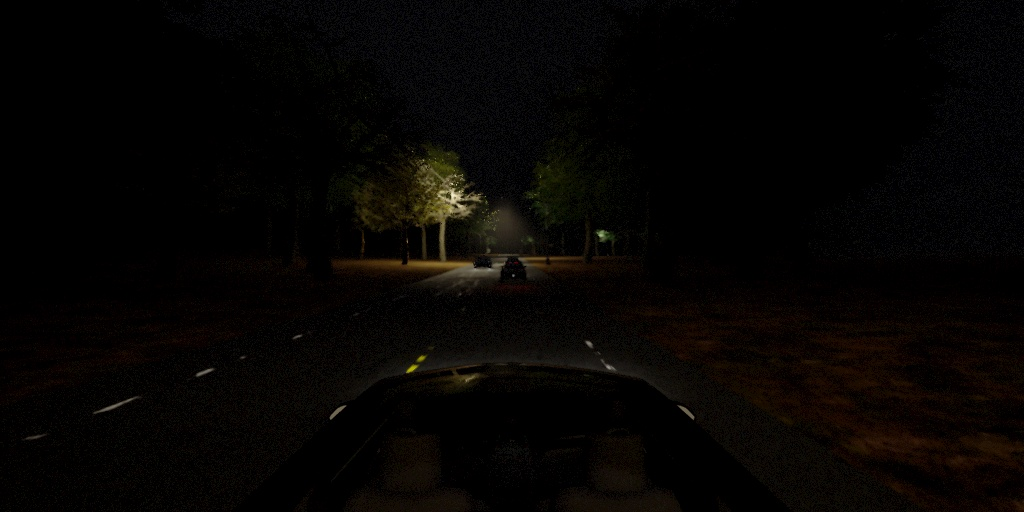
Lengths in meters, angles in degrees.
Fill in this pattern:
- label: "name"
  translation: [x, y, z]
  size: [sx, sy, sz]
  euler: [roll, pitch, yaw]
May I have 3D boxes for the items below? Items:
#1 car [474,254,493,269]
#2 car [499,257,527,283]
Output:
- label: "car"
  translation: [-3.575, 0.704, 45.022]
  size: [2.097, 1.767, 4.553]
  euler: [0, 1, 0]
- label: "car"
  translation: [0.094, 1.098, 26.457]
  size: [2.128, 1.511, 4.902]
  euler: [0, 1, 0]
